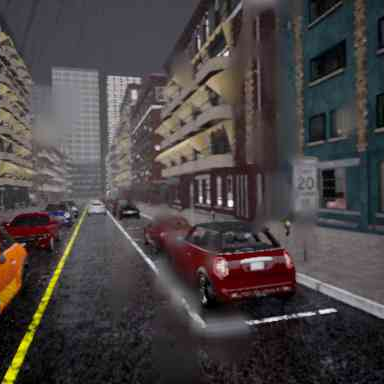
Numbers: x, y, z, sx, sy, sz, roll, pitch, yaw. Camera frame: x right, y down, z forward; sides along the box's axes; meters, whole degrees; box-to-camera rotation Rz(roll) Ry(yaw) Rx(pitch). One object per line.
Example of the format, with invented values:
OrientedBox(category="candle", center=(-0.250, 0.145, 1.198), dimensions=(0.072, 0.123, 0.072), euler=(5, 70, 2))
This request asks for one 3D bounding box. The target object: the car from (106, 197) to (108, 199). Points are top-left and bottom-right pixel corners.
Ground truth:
OrientedBox(category="car", center=(-12.001, 1.870, 50.613), dimensions=(1.802, 1.307, 4.206), euler=(-2, 0, -17))

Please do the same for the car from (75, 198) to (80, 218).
OrientedBox(category="car", center=(-12.464, 1.668, 33.329), dimensions=(2.097, 1.767, 4.553), euler=(-2, 0, -16))

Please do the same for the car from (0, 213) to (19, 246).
OrientedBox(category="car", center=(-10.048, 1.845, 16.434), dimensions=(1.802, 1.307, 4.206), euler=(-2, 0, -17))

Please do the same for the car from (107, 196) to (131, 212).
OrientedBox(category="car", center=(-7.263, 1.487, 34.657), dimensions=(2.192, 1.841, 5.009), euler=(-2, 0, -17))

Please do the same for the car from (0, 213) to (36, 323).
OrientedBox(category="car", center=(-4.269, 1.465, 5.698), dimensions=(2.097, 1.767, 4.553), euler=(-2, 0, -17))

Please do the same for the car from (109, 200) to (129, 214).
OrientedBox(category="car", center=(-8.836, 1.762, 39.976), dimensions=(2.008, 1.369, 4.403), euler=(-2, 0, -17))

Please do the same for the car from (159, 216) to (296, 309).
OrientedBox(category="car", center=(0.664, 1.416, 8.068), dimensions=(1.967, 1.590, 4.097), euler=(-2, 0, -17))

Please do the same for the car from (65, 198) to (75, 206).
OrientedBox(category="car", center=(-27.412, 2.212, 74.773), dimensions=(1.752, 1.417, 4.829), euler=(-2, 0, -17))

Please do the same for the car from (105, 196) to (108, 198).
OrientedBox(category="car", center=(-13.584, 1.892, 55.931), dimensions=(1.947, 1.339, 4.313), euler=(-2, 0, -17))

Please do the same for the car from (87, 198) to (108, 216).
OrientedBox(category="car", center=(-10.396, 1.782, 36.400), dimensions=(1.812, 1.442, 4.674), euler=(-2, 0, -17))

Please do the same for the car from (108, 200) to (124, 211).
OrientedBox(category="car", center=(-10.418, 1.832, 45.294), dimensions=(1.802, 1.307, 4.206), euler=(-2, 0, -17))

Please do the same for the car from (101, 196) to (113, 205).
OrientedBox(category="car", center=(-18.342, 1.756, 71.885), dimensions=(2.192, 1.841, 5.009), euler=(-2, 0, -17))

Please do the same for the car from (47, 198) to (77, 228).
OrientedBox(category="car", center=(-9.725, 1.599, 24.030), dimensions=(2.097, 1.767, 4.553), euler=(-2, 0, -17))

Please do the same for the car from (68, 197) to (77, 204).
OrientedBox(category="car", center=(-30.629, 2.203, 85.573), dimensions=(1.967, 1.590, 4.097), euler=(-2, 0, -17))

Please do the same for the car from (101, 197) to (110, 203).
OrientedBox(category="car", center=(-21.548, 2.043, 82.686), dimensions=(1.752, 1.417, 4.829), euler=(-2, 0, -17))

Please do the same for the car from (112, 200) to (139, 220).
OrientedBox(category="car", center=(-5.670, 1.698, 29.339), dimensions=(1.947, 1.339, 4.313), euler=(-2, 0, -17))

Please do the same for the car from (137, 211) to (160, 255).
OrientedBox(category="car", center=(-0.917, 1.597, 13.386), dimensions=(1.802, 1.307, 4.206), euler=(-2, 0, -17))

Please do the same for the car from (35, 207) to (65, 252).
OrientedBox(category="car", center=(-6.898, 1.656, 14.517), dimensions=(1.882, 1.535, 5.008), euler=(-2, 0, -16))

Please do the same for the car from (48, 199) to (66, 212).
OrientedBox(category="car", center=(-19.550, 1.937, 48.343), dimensions=(1.967, 1.590, 4.097), euler=(-2, 0, -17))
